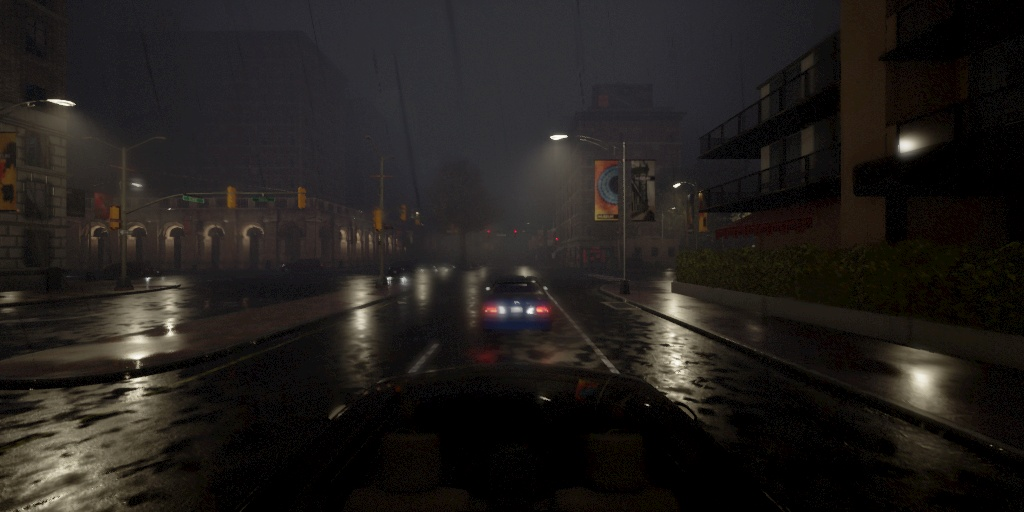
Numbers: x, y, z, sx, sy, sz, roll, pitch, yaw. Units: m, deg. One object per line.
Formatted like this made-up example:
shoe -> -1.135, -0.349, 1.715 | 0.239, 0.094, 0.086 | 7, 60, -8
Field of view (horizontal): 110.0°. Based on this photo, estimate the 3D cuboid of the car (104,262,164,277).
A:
car -> -36.561, 1.276, 34.666 | 4.674, 1.442, 1.812 | 0, 0, 0

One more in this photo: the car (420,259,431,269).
car -> -14.559, 1.228, 57.018 | 1.882, 1.535, 5.008 | 0, 0, 1

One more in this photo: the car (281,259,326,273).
car -> -24.545, 1.102, 42.293 | 4.553, 1.767, 2.097 | 0, 0, -15

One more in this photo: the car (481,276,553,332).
car -> 0.150, 1.297, 10.819 | 2.033, 1.411, 5.357 | 0, 0, 1

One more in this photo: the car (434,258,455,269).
car -> -11.049, 1.227, 58.058 | 1.882, 1.535, 5.008 | 0, 0, 1

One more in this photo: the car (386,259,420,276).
car -> -11.267, 1.275, 36.968 | 1.812, 1.442, 4.674 | 0, 0, 1
